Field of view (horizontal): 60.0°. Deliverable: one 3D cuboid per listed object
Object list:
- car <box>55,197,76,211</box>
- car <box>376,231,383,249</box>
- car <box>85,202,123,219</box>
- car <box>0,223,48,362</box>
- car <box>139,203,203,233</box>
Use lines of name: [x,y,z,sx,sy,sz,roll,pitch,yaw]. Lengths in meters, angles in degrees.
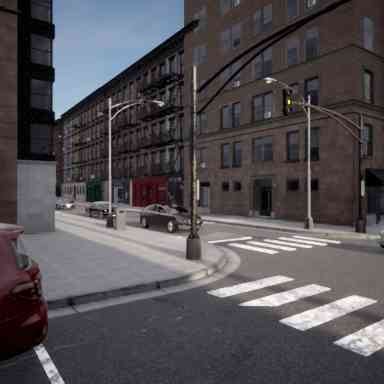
car: [-14.934,1.314,38.461,2.128,1.511,4.902,0,1,-36]
car: [8.590,1.592,10.541,1.895,1.301,4.718,0,0,-35]
car: [-7.314,1.486,27.755,1.895,1.301,4.718,0,0,-35]
car: [-4.107,1.315,3.262,5.009,1.841,2.192,0,0,-35]
car: [-1.321,1.438,19.346,1.837,1.490,4.892,0,0,-37]
